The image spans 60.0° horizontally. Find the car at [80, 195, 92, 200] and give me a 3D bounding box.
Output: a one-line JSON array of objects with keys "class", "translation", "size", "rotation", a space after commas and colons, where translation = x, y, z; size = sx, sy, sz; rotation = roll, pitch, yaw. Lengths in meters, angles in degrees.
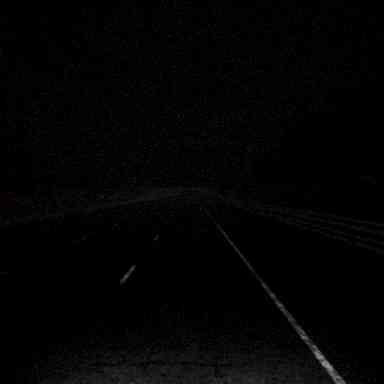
[{"class": "car", "translation": [-24.507, 1.351, 77.214], "size": [2.128, 1.511, 4.902], "rotation": [0, 0, 0]}]

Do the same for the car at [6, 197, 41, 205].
[{"class": "car", "translation": [-17.590, 1.553, 35.929], "size": [1.812, 1.442, 4.674], "rotation": [0, 0, 0]}]

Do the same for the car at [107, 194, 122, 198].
[{"class": "car", "translation": [-17.507, 1.304, 77.215], "size": [1.882, 1.535, 5.008], "rotation": [0, 0, 0]}]

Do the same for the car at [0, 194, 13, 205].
[{"class": "car", "translation": [-21.089, 1.246, 35.554], "size": [2.150, 2.045, 5.566], "rotation": [0, 0, 0]}]

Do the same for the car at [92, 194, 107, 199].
[{"class": "car", "translation": [-21.007, 1.181, 77.245], "size": [2.097, 1.767, 4.553], "rotation": [0, 0, 0]}]
